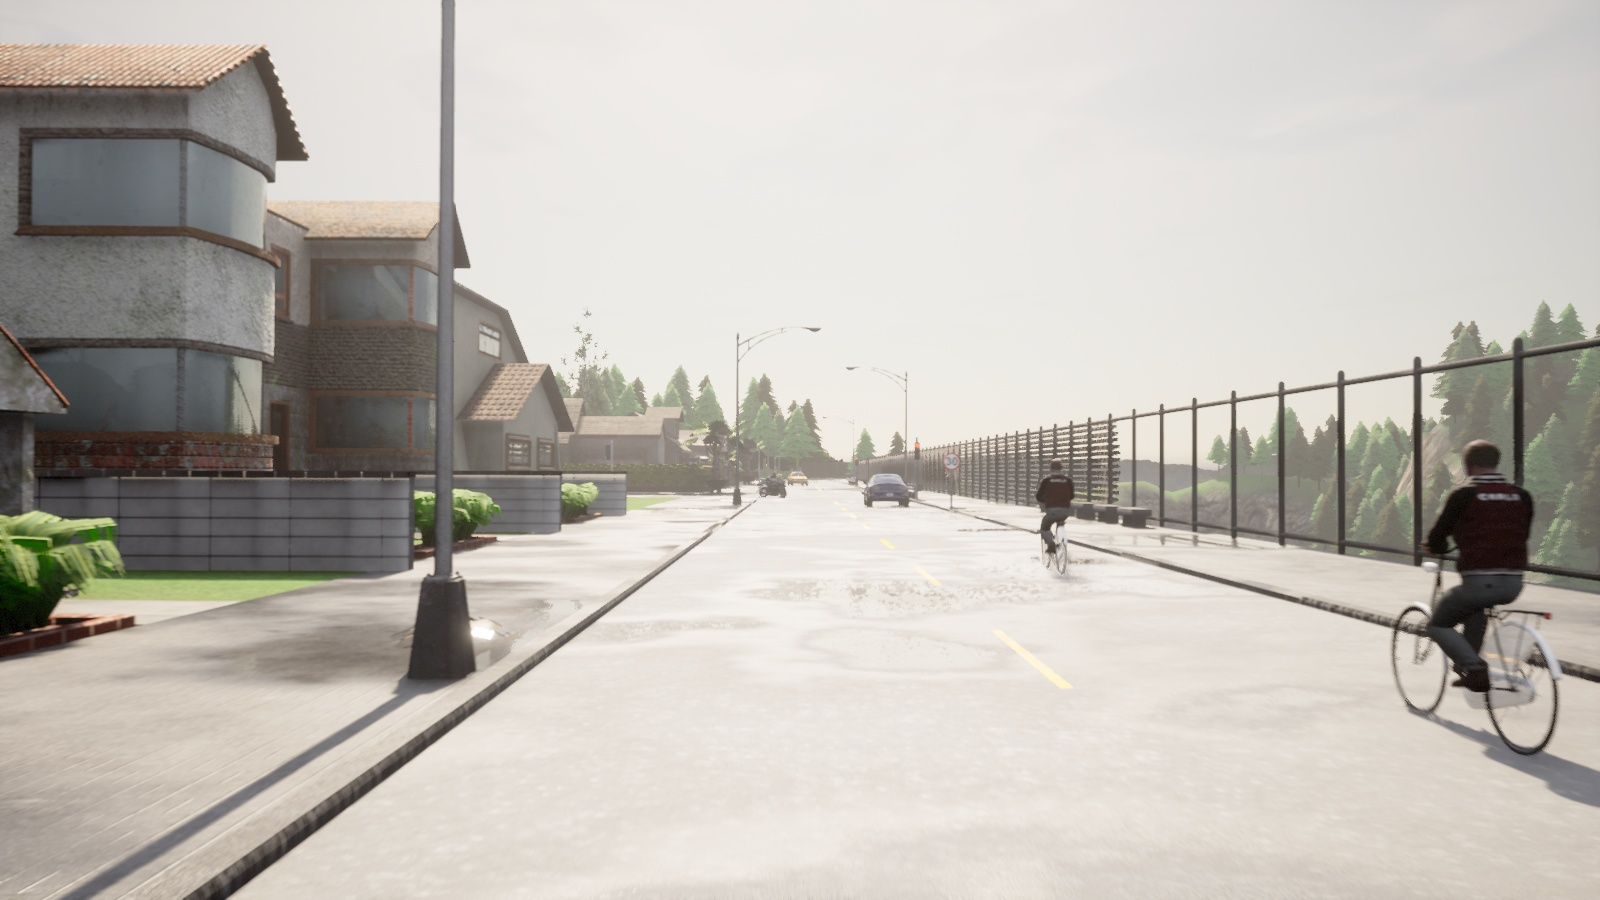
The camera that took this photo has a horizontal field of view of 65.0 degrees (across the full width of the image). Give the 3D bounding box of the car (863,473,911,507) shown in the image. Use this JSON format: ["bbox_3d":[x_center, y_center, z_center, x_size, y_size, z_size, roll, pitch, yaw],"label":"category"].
[{"bbox_3d":[3.861,1.767,56.299,1.812,1.442,4.674,0,-1,0],"label":"car"}]

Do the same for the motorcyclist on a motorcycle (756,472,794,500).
[{"bbox_3d":[-1.429,2.064,72.227,2.191,1.530,0.866,-1,1,44],"label":"motorcyclist on a motorcycle"}]

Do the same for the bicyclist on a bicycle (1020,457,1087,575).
[{"bbox_3d":[3.952,0.999,19.715,0.659,1.776,1.843,0,-1,0],"label":"bicyclist on a bicycle"}]

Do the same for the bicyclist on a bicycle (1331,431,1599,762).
[{"bbox_3d":[3.981,0.798,7.681,0.659,1.776,1.843,0,-1,0],"label":"bicyclist on a bicycle"}]
